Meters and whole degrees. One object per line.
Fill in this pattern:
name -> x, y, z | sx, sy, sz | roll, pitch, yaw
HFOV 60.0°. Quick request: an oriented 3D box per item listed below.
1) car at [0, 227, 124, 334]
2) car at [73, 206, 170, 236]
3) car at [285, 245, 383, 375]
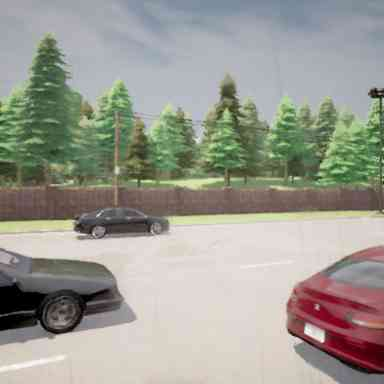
car -> -3.915, 1.540, 5.309 | 5.357, 1.411, 2.033 | 0, 0, -26
car -> -3.545, 1.503, 17.135 | 4.892, 1.490, 1.837 | 0, 0, -26
car -> 3.552, 1.536, 5.027 | 4.674, 1.442, 1.812 | 0, 0, -26
